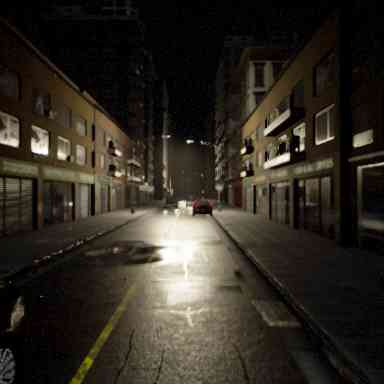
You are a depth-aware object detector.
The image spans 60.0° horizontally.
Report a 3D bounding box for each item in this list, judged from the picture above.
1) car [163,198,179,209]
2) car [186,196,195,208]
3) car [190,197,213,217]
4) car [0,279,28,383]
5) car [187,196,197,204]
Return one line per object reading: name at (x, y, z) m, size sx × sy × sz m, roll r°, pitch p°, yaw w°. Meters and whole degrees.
car at (-2.832, 1.556, 45.774) m, size 1.837 × 1.490 × 4.892 m, roll 0°, pitch 0°, yaw 0°
car at (0.002, 1.659, 50.029) m, size 1.895 × 1.301 × 4.718 m, roll 0°, pitch 0°, yaw 0°
car at (0.962, 1.510, 32.027) m, size 1.882 × 1.535 × 5.008 m, roll 0°, pitch 0°, yaw 0°
car at (-2.850, 1.493, 1.959) m, size 2.128 × 1.511 × 4.902 m, roll 0°, pitch 0°, yaw 0°
car at (0.000, 1.580, 67.622) m, size 2.128 × 1.511 × 4.902 m, roll 0°, pitch 0°, yaw 0°
